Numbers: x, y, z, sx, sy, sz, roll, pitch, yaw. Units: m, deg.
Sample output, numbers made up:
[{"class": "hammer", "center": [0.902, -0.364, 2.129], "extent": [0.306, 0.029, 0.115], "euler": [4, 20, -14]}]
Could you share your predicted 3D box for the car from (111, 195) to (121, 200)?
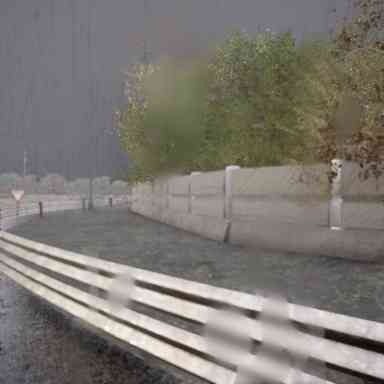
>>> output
[{"class": "car", "center": [-20.209, 1.544, 88.447], "extent": [1.895, 1.301, 4.718], "euler": [0, 0, -3]}]

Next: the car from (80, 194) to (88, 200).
[{"class": "car", "center": [-28.516, 1.306, 87.618], "extent": [2.097, 1.767, 4.553], "euler": [0, 0, -18]}]

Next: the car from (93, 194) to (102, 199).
[{"class": "car", "center": [-25.143, 1.307, 88.551], "extent": [2.097, 1.767, 4.553], "euler": [0, 0, -18]}]
